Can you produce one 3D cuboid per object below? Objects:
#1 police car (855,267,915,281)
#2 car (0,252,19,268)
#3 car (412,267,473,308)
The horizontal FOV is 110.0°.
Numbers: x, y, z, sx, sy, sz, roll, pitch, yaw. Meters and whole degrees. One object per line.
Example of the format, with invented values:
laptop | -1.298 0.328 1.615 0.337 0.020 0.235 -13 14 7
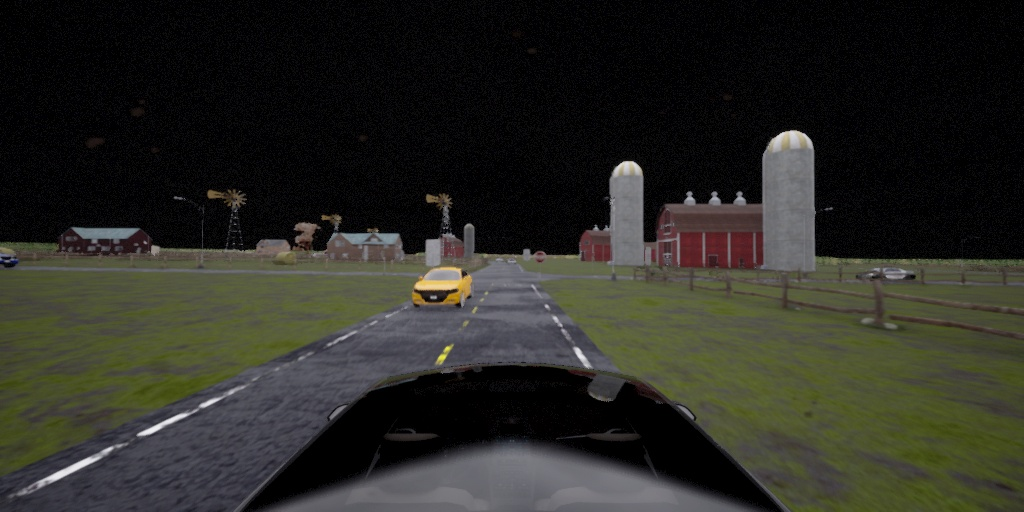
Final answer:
police car | 39.130 1.912 37.829 4.974 1.542 2.038 1 -1 0
car | -51.794 0.136 34.840 5.566 2.045 2.150 1 -1 0
car | -2.820 1.227 15.458 1.882 1.535 5.008 0 0 0
